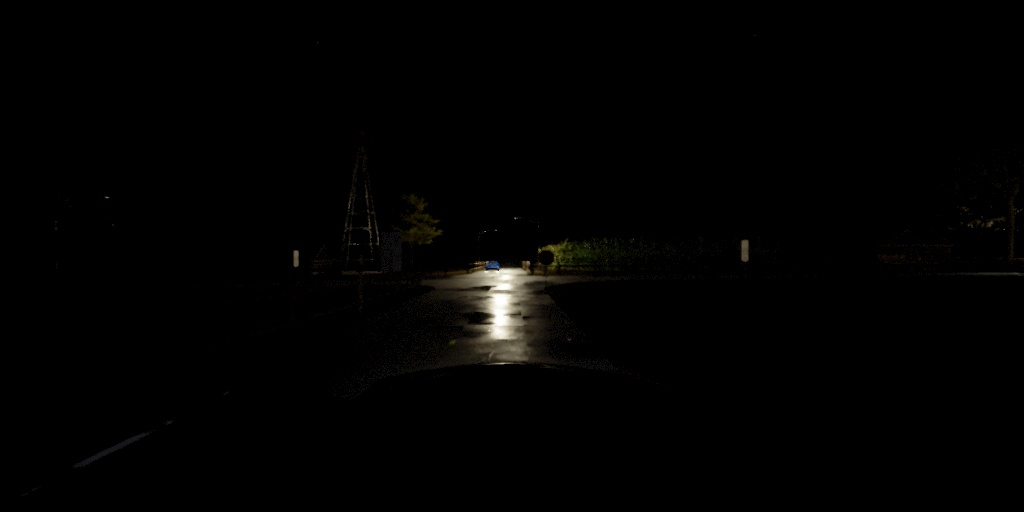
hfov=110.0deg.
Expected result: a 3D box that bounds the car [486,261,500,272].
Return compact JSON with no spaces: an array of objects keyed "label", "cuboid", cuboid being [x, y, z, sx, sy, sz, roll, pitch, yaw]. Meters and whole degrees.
[{"label":"car","cuboid":[-2.750,1.453,51.731,1.882,1.535,5.008,0,1,0]}]

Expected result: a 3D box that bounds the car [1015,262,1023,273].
[{"label":"car","cuboid":[49.072,0.795,32.615,4.902,1.511,2.128,0,0,0]}]
